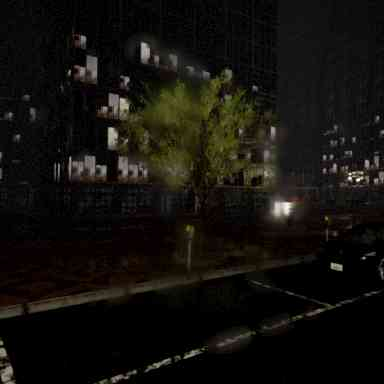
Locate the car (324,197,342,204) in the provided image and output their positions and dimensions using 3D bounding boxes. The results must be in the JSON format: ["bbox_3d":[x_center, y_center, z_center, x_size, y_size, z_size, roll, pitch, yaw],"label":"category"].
[{"bbox_3d":[27.683,1.692,64.566,1.967,1.590,4.097,1,-1,-20],"label":"car"}]

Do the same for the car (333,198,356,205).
[{"bbox_3d":[33.141,1.990,72.550,2.008,1.369,4.403,1,-1,-20],"label":"car"}]

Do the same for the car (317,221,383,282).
[{"bbox_3d":[5.565,1.575,9.832,4.313,1.339,1.947,0,1,-34],"label":"car"}]

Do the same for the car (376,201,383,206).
[{"bbox_3d":[36.942,1.894,62.207,1.752,1.417,4.829,1,-1,-20],"label":"car"}]

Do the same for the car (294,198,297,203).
[{"bbox_3d":[27.352,2.128,88.303,1.802,1.307,4.206,1,-1,-20],"label":"car"}]

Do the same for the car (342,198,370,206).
[{"bbox_3d":[29.610,1.767,59.316,2.008,1.369,4.403,1,-1,-20],"label":"car"}]

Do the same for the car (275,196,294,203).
[{"bbox_3d":[21.896,1.800,80.313,1.967,1.590,4.097,1,-1,-20],"label":"car"}]

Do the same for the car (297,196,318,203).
[{"bbox_3d":[29.285,1.826,83.055,2.192,1.841,5.009,1,-1,-20],"label":"car"}]
